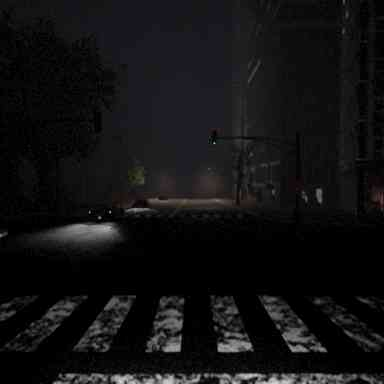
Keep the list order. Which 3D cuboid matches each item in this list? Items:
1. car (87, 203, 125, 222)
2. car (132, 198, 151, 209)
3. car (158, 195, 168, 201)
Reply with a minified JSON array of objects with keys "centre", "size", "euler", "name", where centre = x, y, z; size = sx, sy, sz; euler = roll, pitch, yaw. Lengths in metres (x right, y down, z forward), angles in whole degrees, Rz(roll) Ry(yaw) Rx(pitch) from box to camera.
[{"centre":[-6.553,1.527,25.802],"size":[1.895,1.301,4.718],"euler":[-1,0,0],"name":"car"},{"centre":[-6.582,1.486,43.864],"size":[1.994,1.385,4.181],"euler":[0,1,0],"name":"car"},{"centre":[-6.641,1.379,76.140],"size":[1.994,1.385,4.181],"euler":[0,0,0],"name":"car"}]
